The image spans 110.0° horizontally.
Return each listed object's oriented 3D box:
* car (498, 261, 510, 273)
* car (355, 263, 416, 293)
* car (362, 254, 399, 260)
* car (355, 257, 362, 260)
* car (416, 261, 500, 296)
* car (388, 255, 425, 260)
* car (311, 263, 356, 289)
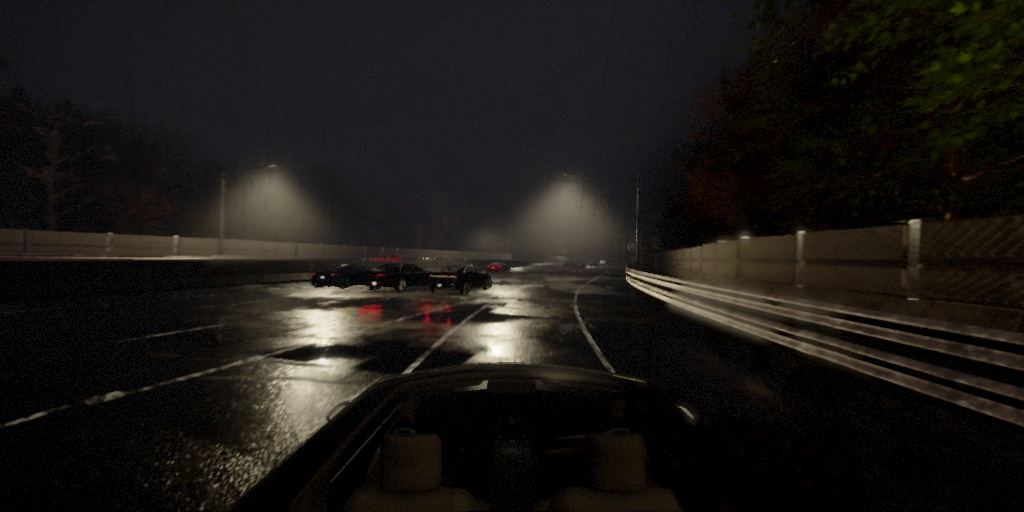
[{"bbox_3d":[-1.659,1.361,44.827,1.994,1.385,4.181,1,0,18],"label":"car"},{"bbox_3d":[-6.005,1.119,19.830,1.837,1.490,4.892,1,0,18],"label":"car"},{"bbox_3d":[-18.067,0.676,51.040,2.150,2.045,5.566,1,0,18],"label":"car"},{"bbox_3d":[-21.509,0.907,51.790,1.812,1.442,4.674,1,0,19],"label":"car"},{"bbox_3d":[-2.620,1.176,18.903,2.128,1.511,4.902,1,0,18],"label":"car"},{"bbox_3d":[-14.654,1.031,50.272,1.837,1.490,4.892,1,0,18],"label":"car"},{"bbox_3d":[-9.378,1.103,20.778,1.994,1.385,4.181,1,0,18],"label":"car"}]
